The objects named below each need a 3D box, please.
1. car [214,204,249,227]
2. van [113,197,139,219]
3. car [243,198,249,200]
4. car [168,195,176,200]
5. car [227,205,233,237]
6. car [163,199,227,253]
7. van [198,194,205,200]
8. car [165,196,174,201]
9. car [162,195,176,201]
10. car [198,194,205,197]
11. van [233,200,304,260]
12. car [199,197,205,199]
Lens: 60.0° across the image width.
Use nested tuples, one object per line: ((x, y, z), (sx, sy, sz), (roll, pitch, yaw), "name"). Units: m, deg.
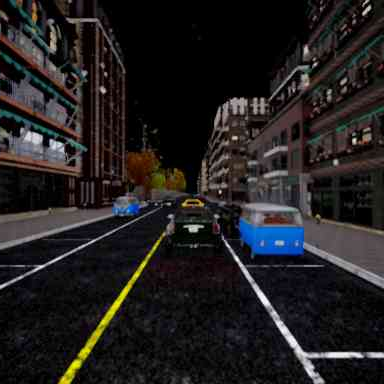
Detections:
((2.695, 1.560, 23.408), (1.947, 1.339, 4.313), (0, 0, 0), "car")
((-5.685, 1.336, 29.068), (1.690, 1.788, 3.998), (0, 0, 0), "van")
((13.468, 1.625, 71.796), (5.009, 1.841, 2.192), (1, -1, -1), "car")
((-5.685, 1.590, 95.210), (1.752, 1.417, 4.829), (0, 0, 0), "car")
((2.695, 1.560, 17.745), (1.947, 1.339, 4.313), (0, 0, 0), "car")
((0.069, 1.346, 13.722), (2.097, 1.767, 4.553), (0, 0, 0), "car")
((2.696, 1.406, 95.379), (1.690, 1.788, 3.998), (0, 0, 0), "van")
((-5.686, 1.611, 84.118), (1.947, 1.339, 4.313), (0, 0, 0), "car")
((-3.070, 1.494, 47.377), (2.128, 1.511, 4.902), (0, 0, 0), "car")
((2.695, 1.600, 89.748), (1.887, 1.381, 4.507), (0, 0, 0), "car")
((2.696, 1.336, 12.084), (1.690, 1.788, 3.998), (0, 0, 0), "van")
((0.075, 1.472, 30.656), (1.882, 1.535, 5.008), (0, 0, 0), "car")
